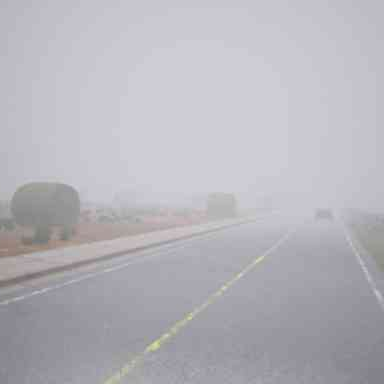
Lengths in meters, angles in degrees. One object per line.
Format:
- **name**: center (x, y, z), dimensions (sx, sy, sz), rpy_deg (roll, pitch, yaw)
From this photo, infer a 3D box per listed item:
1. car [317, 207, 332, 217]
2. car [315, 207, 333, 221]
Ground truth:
- **car**: center (19.897, 2.982, 49.810), dimensions (1.895, 1.301, 4.718), rpy_deg (2, -1, 22)
- **car**: center (16.049, 2.591, 40.427), dimensions (1.882, 1.535, 5.008), rpy_deg (2, -1, 22)
